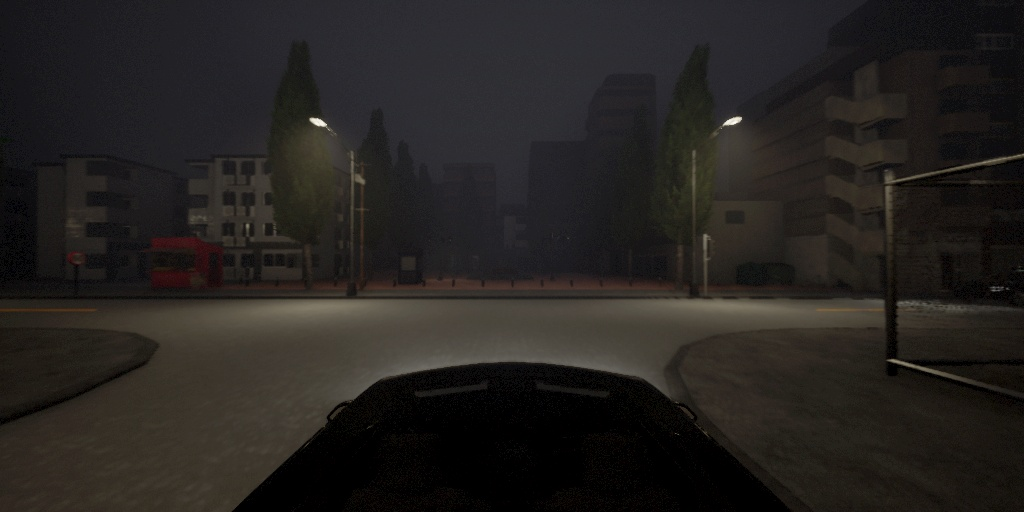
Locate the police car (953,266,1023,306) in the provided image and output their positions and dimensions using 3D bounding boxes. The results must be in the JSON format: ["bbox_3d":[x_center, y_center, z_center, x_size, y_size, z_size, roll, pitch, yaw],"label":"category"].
[{"bbox_3d":[22.565,1.275,15.789,5.238,1.638,1.930,0,0,0],"label":"police car"}]
